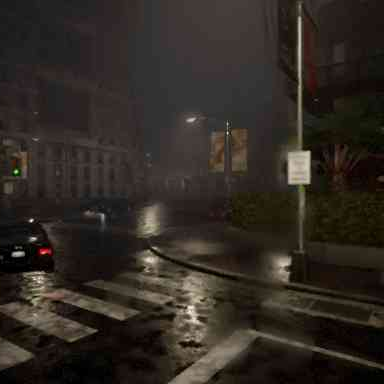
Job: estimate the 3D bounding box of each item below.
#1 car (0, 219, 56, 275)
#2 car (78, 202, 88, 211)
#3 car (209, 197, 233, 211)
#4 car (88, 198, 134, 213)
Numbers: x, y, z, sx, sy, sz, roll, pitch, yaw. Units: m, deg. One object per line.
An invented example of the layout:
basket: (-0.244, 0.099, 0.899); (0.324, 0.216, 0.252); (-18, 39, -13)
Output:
car: (-5.346, 1.542, 10.214); (2.033, 1.411, 5.357); (0, 0, -28)
car: (-11.157, 1.461, 39.503); (1.882, 1.535, 5.008); (0, 0, 35)
car: (4.052, 1.342, 40.857); (2.097, 1.767, 4.553); (0, 0, 35)
car: (-8.658, 1.490, 36.962); (1.837, 1.490, 4.892); (0, 0, 36)
